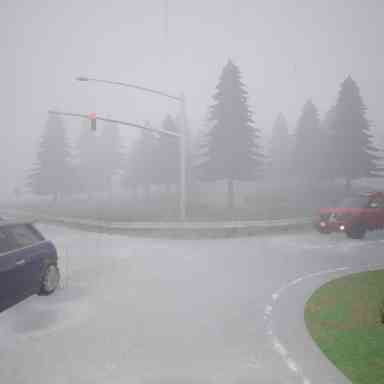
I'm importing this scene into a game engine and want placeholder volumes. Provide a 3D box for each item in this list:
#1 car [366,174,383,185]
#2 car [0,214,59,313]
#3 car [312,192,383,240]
[{"bbox_3d":[28.057,-2.127,51.174,2.150,2.045,5.566,0,5,25],"label":"car"},{"bbox_3d":[-4.237,1.357,5.738,2.097,1.767,4.553,1,0,5],"label":"car"},{"bbox_3d":[8.655,1.060,16.395,5.566,2.045,2.150,-2,1,-20],"label":"car"}]
